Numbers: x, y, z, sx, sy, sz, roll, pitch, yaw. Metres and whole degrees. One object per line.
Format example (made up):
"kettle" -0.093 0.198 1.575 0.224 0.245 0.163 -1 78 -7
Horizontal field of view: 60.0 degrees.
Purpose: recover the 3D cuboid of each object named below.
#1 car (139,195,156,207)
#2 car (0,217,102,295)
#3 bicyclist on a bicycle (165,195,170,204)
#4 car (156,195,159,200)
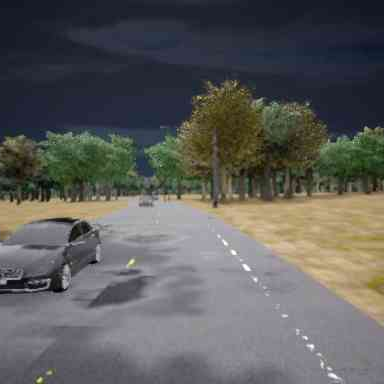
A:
"car" -6.911 1.337 50.094 2.097 1.767 4.553 0 0 -7
"car" -3.756 1.497 8.891 1.837 1.490 4.892 0 0 -1
"bicyclist on a bicycle" -4.430 1.471 64.488 0.582 1.620 1.656 0 0 -9
"car" -9.889 1.513 87.821 2.033 1.411 5.357 0 0 -13
